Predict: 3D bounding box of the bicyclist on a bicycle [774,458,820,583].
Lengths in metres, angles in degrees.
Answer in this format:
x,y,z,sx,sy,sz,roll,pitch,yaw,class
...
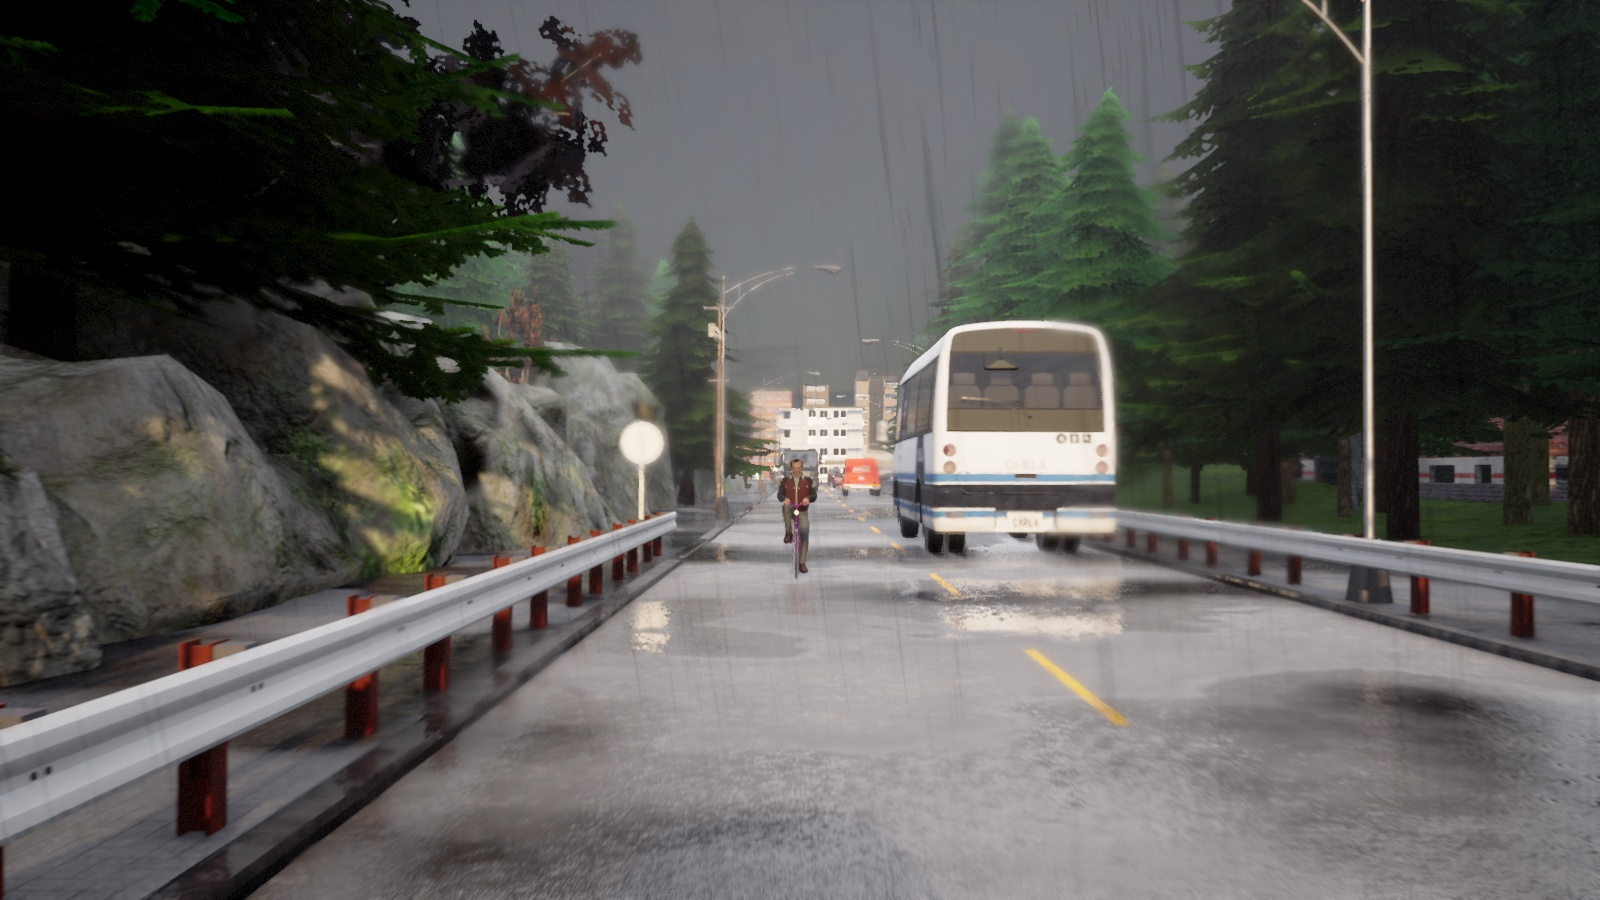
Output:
x,y,z,sx,sy,sz,roll,pitch,yaw,class
-0.045,1.014,18.724,0.659,1.776,1.843,0,-1,0,bicyclist on a bicycle

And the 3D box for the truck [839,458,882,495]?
x,y,z,sx,sy,sz,roll,pitch,yaw,class
4.057,1.793,84.886,2.627,2.467,5.204,0,-1,0,truck

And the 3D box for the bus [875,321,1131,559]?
x,y,z,sx,sy,sz,roll,pitch,yaw,class
3.944,-0.094,27.633,3.944,4.253,10.273,0,-1,0,bus
